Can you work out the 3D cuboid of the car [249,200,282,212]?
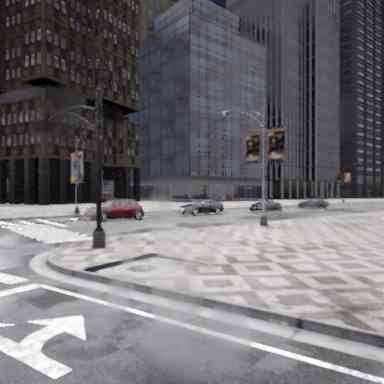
[{"bbox_3d":[8.489,1.554,38.224,4.181,1.385,1.994,0,0,-40],"label":"car"}]

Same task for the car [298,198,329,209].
[{"bbox_3d":[16.437,1.541,44.882,5.357,1.411,2.033,0,0,-40],"label":"car"}]

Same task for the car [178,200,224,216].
[{"bbox_3d":[0.912,1.482,31.855,4.902,1.511,2.128,0,0,-40],"label":"car"}]

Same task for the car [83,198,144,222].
[{"bbox_3d":[-6.066,1.345,25.972,4.553,1.767,2.097,0,0,-40],"label":"car"}]
